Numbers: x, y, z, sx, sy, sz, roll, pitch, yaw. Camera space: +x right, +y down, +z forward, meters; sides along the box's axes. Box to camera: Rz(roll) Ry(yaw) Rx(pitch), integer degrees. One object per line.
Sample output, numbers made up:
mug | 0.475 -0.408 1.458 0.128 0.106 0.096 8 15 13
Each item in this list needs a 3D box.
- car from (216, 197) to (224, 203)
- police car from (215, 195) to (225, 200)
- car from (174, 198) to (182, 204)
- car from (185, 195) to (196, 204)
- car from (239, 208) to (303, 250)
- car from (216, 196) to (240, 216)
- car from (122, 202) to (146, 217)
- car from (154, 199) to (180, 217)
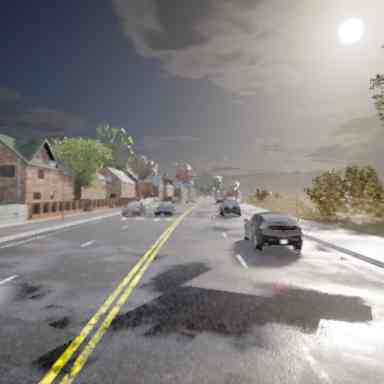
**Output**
car | 7.371 2.061 86.690 2.033 1.649 4.856 0 0 5
police car | 6.404 1.977 75.900 1.930 1.638 5.238 0 0 5
car | -3.441 2.034 75.142 2.033 1.411 5.357 0 0 5
car | -0.205 1.717 74.843 2.150 2.045 5.566 0 0 5
car | 3.474 1.620 14.861 1.837 1.490 4.892 0 0 1
car | 4.075 1.618 36.281 2.097 1.767 4.553 0 0 2
car | -5.933 1.775 34.615 1.812 1.442 4.674 0 0 2
car | -2.700 1.797 34.395 2.033 1.411 5.357 0 0 2
